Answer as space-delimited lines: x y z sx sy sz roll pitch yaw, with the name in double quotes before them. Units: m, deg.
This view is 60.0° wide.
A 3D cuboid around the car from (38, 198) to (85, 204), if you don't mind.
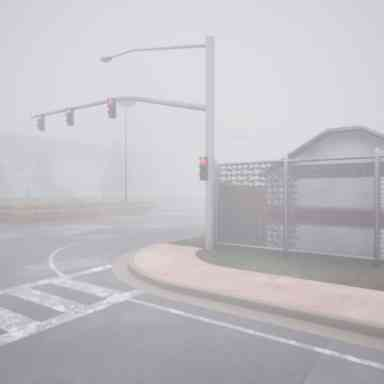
"car" -13.877 1.466 36.762 1.882 1.535 5.008 0 0 34
